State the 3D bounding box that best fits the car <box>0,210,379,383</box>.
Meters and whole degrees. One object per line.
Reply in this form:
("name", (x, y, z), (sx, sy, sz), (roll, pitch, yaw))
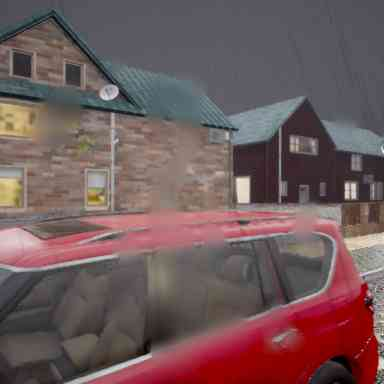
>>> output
("car", (-0.800, 1.221, 2.503), (5.566, 2.045, 2.150), (0, 0, -36))
